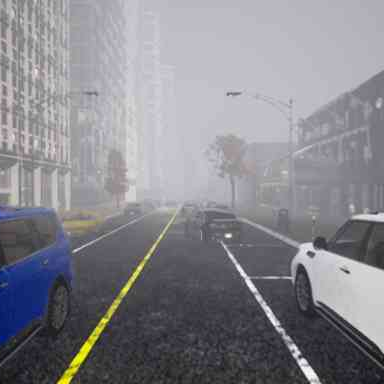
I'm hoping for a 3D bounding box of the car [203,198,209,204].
[{"bbox_3d":[2.373,1.740,40.481,1.887,1.381,4.507,-1,0,0],"label":"car"}]

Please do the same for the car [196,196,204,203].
[{"bbox_3d":[2.029,1.859,85.631,1.967,1.590,4.097,-1,0,0],"label":"car"}]

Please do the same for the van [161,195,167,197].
[{"bbox_3d":[-6.152,1.648,63.048,1.690,1.788,3.998,-1,0,0],"label":"van"}]

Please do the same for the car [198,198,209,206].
[{"bbox_3d":[2.202,1.872,63.055,1.947,1.339,4.313,-1,0,0],"label":"car"}]

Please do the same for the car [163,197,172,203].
[{"bbox_3d":[-6.350,1.987,85.623,1.947,1.339,4.313,-1,0,0],"label":"car"}]

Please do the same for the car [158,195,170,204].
[{"bbox_3d":[-6.276,1.679,74.336,2.192,1.841,5.009,-1,0,0],"label":"car"}]

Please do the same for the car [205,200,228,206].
[{"bbox_3d":[2.459,1.706,29.193,1.947,1.339,4.313,-1,0,0],"label":"car"}]

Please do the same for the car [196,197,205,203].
[{"bbox_3d":[2.073,1.957,79.987,1.947,1.339,4.313,-1,0,0],"label":"car"}]

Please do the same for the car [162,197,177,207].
[{"bbox_3d":[-3.457,1.872,55.839,1.895,1.301,4.718,0,0,0],"label":"car"}]

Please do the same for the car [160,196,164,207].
[{"bbox_3d":[-6.102,1.845,57.404,1.947,1.339,4.313,-1,0,0],"label":"car"}]

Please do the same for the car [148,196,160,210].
[{"bbox_3d":[-6.018,1.664,46.116,1.967,1.590,4.097,-1,0,0],"label":"car"}]

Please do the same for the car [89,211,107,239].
[{"bbox_3d":[-5.802,1.612,17.727,1.752,1.417,4.829,-1,0,0],"label":"car"}]

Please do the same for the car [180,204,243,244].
[{"bbox_3d":[0.934,1.585,16.384,1.837,1.490,4.892,-1,0,-14],"label":"car"}]

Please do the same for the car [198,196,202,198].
[{"bbox_3d":[2.286,1.776,51.938,1.752,1.417,4.829,-1,0,0],"label":"car"}]

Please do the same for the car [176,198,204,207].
[{"bbox_3d":[-0.165,1.653,33.463,2.128,1.511,4.902,0,0,0],"label":"car"}]

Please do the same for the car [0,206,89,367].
[{"bbox_3d":[-3.128,1.240,3.732,2.150,2.045,5.566,0,0,0],"label":"car"}]

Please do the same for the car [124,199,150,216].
[{"bbox_3d":[-5.931,1.735,34.828,1.947,1.339,4.313,-1,0,0],"label":"car"}]

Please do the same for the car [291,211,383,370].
[{"bbox_3d":[3.075,1.249,4.340,2.150,2.045,5.566,0,0,0],"label":"car"}]
